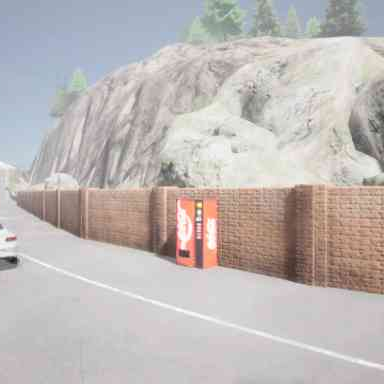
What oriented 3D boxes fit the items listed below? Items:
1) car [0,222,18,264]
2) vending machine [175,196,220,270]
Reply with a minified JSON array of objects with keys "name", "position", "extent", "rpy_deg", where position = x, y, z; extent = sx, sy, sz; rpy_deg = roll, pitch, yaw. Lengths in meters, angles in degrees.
[{"name":"car","position":[-7.125,1.526,10.823],"extent":[1.812,1.442,4.674],"rpy_deg":[0,0,-44]},{"name":"vending machine","position":[0.172,1.195,10.270],"extent":[0.880,2.100,1.100],"rpy_deg":[0,0,42]}]
